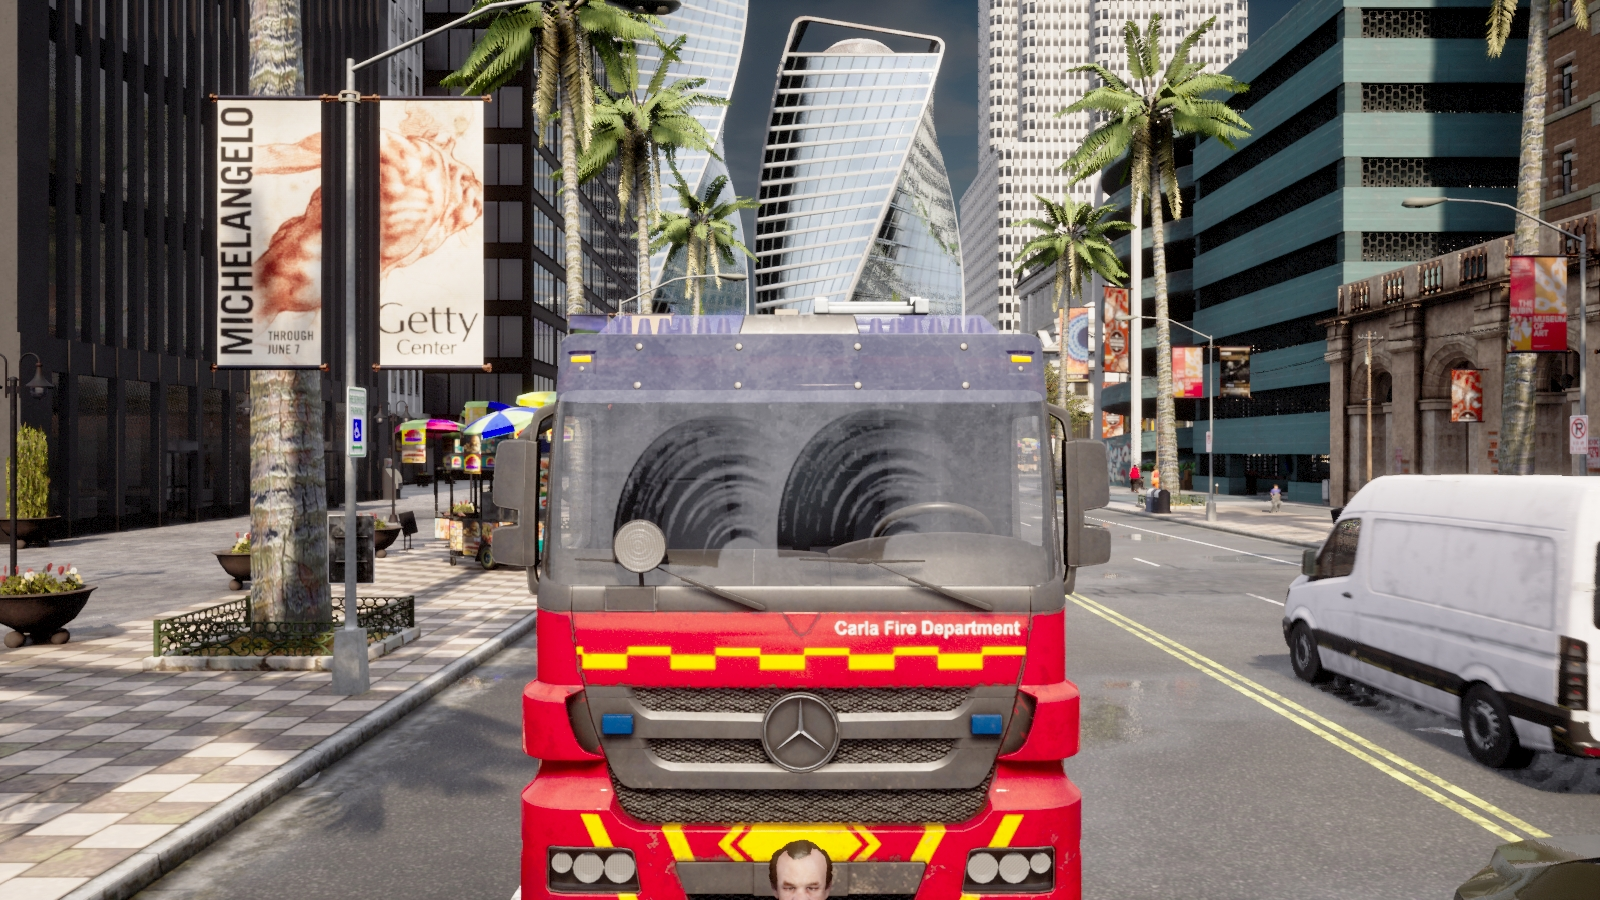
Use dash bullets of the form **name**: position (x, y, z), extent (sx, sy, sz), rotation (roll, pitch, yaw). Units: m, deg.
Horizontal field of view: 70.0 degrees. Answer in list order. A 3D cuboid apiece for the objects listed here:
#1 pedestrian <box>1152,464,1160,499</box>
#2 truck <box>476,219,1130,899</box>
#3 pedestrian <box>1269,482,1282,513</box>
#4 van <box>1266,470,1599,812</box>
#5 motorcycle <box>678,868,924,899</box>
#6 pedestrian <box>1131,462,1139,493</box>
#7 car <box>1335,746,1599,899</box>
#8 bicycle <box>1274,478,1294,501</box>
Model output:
- **pedestrian**: position (19.255, 1.696, 61.820), extent (0.375, 1.860, 0.375), rotation (0, 0, 8)
- **truck**: position (0.019, 0.890, 9.289), extent (2.891, 3.827, 8.468), rotation (0, 0, 0)
- **pedestrian**: position (19.752, 1.976, 47.471), extent (0.375, 1.300, 0.375), rotation (0, 0, 2)
- **van**: position (7.032, 1.534, 11.842), extent (1.988, 2.561, 5.915), rotation (0, 0, 0)
- **motorcycle**: position (0.003, 2.182, 3.373), extent (0.856, 1.236, 1.805), rotation (0, 0, 0)
- **pedestrian**: position (20.507, 1.698, 70.032), extent (0.375, 1.860, 0.375), rotation (0, 0, -1)
- **car**: position (3.504, 2.061, 2.660), extent (2.231, 1.480, 4.892), rotation (0, 0, 0)
- **bicycle**: position (27.144, 2.210, 64.125), extent (0.329, 1.171, 1.835), rotation (0, 0, 0)
